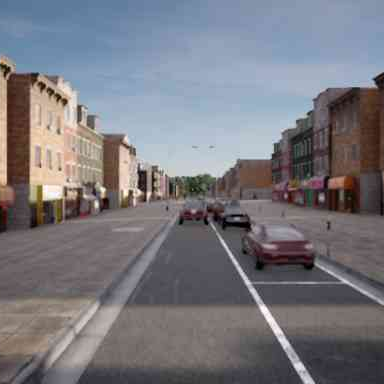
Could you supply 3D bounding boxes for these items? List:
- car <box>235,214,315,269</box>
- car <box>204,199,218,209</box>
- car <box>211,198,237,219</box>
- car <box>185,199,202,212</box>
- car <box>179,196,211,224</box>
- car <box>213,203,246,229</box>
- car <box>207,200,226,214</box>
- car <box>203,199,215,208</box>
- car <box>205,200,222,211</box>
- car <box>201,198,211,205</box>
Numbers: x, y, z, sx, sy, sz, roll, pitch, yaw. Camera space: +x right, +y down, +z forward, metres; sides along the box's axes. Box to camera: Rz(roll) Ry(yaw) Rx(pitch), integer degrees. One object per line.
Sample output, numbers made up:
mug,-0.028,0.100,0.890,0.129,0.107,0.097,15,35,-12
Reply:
car,2.660,1.607,10.900,1.802,1.307,4.206,0,0,0
car,2.741,1.722,49.338,1.752,1.417,4.829,0,0,0
car,2.694,1.398,27.301,2.192,1.841,5.009,0,0,0
car,0.173,1.706,42.470,2.033,1.411,5.357,0,0,0
car,0.132,1.429,25.720,2.097,1.767,4.553,0,0,0
car,2.683,1.627,21.833,1.947,1.339,4.313,0,0,0
car,2.718,1.679,38.235,1.887,1.381,4.507,0,0,0
car,2.752,1.811,54.635,1.802,1.307,4.206,0,0,0
car,2.729,1.730,43.701,1.947,1.339,4.313,0,0,0
car,2.776,1.884,65.568,1.802,1.307,4.206,0,0,0
